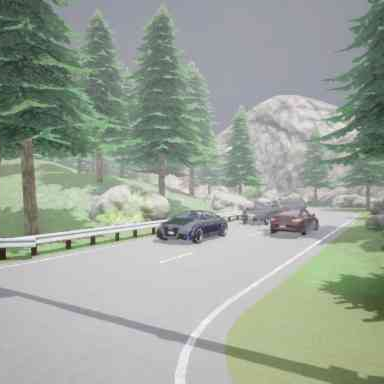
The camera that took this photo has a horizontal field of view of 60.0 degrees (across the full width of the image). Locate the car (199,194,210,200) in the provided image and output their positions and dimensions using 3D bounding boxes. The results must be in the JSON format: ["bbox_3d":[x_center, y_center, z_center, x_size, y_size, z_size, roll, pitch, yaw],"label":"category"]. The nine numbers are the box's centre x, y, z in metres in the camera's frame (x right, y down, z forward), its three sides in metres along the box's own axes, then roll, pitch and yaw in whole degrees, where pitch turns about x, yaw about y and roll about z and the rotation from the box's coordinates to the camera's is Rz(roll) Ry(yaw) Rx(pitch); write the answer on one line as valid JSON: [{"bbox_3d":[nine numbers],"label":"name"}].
[{"bbox_3d":[3.933,1.298,60.449,5.566,2.045,2.150,0,-1,26],"label":"car"}]

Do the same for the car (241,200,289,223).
[{"bbox_3d":[5.257,1.506,24.619,2.128,1.511,4.902,0,0,31],"label":"car"}]

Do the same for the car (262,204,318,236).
[{"bbox_3d":[5.698,1.597,18.430,1.812,1.442,4.674,0,-1,31],"label":"car"}]

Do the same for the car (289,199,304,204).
[{"bbox_3d":[10.322,1.524,33.494,1.837,1.490,4.892,0,0,24],"label":"car"}]

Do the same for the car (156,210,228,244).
[{"bbox_3d":[0.110,1.573,16.110,1.994,1.385,4.181,0,0,31],"label":"car"}]
